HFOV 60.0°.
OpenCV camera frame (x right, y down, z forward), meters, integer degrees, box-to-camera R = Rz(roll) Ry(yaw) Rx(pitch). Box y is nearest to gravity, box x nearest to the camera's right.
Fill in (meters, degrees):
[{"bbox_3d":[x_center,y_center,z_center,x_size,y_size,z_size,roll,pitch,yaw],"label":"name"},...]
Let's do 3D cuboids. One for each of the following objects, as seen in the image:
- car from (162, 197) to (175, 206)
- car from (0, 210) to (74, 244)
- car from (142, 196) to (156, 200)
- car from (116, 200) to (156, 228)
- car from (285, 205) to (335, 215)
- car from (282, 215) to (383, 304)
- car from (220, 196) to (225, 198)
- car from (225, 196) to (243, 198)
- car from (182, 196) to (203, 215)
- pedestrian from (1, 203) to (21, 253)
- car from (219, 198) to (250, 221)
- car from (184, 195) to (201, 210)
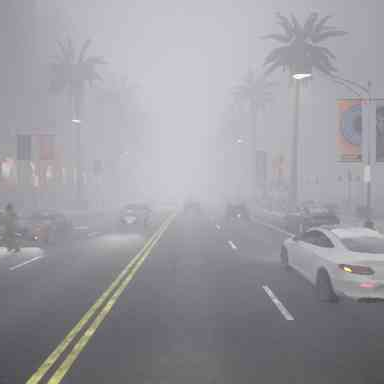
[{"bbox_3d":[-3.703,1.493,53.226,2.128,1.511,4.902,0,0,0],"label":"car"},{"bbox_3d":[-7.140,1.562,15.674,1.994,1.385,4.181,0,0,0],"label":"car"},{"bbox_3d":[-7.190,1.504,55.810,1.837,1.490,4.892,0,0,1],"label":"car"},{"bbox_3d":[-3.658,1.492,21.956,2.128,1.511,4.902,0,0,0],"label":"car"},{"bbox_3d":[6.538,1.481,18.604,2.231,1.521,4.892,0,0,0],"label":"car"},{"bbox_3d":[3.559,1.526,8.012,1.812,1.442,4.674,0,0,0],"label":"car"},{"bbox_3d":[6.719,1.513,69.909,2.161,1.482,4.786,0,0,0],"label":"car"},{"bbox_3d":[6.470,1.354,47.979,2.185,1.767,4.553,0,0,0],"label":"car"},{"bbox_3d":[0.007,1.505,34.311,1.837,1.490,4.892,0,0,0],"label":"car"},{"bbox_3d":[-6.617,1.294,12.162,0.375,1.860,0.375,0,0,0],"label":"pedestrian"},{"bbox_3d":[3.528,1.505,27.421,1.837,1.490,4.892,0,0,0],"label":"car"},{"bbox_3d":[-0.014,1.352,44.309,2.097,1.767,4.553,0,0,-1],"label":"car"}]
